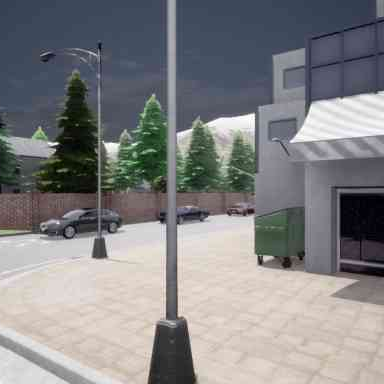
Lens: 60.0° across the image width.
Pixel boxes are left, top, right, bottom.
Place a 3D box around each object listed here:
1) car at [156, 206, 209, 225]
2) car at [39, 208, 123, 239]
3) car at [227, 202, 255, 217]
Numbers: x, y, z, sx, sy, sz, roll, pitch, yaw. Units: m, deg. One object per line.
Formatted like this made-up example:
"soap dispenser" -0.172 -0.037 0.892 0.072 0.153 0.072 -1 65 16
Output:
"car" -0.644 1.777 26.353 1.895 1.301 4.718 0 0 36
"car" -6.158 1.681 18.908 1.837 1.490 4.892 0 0 36
"car" 5.290 1.740 34.356 1.994 1.385 4.181 0 0 36
